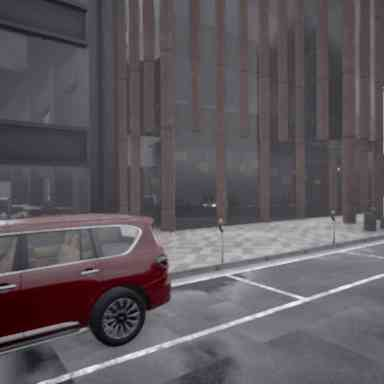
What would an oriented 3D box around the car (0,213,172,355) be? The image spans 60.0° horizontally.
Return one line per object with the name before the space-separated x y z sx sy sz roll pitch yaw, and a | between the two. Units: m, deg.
car | -2.656 1.310 4.754 5.009 1.841 2.192 -1 0 -35
